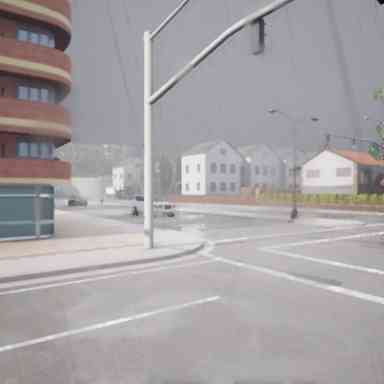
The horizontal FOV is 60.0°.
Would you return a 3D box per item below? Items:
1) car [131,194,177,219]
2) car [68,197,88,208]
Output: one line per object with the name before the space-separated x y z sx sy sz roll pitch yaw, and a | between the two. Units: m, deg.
car | -3.499 1.211 29.732 2.150 2.045 5.566 0 0 -35
car | -16.898 1.467 49.249 1.882 1.535 5.008 0 0 -34
